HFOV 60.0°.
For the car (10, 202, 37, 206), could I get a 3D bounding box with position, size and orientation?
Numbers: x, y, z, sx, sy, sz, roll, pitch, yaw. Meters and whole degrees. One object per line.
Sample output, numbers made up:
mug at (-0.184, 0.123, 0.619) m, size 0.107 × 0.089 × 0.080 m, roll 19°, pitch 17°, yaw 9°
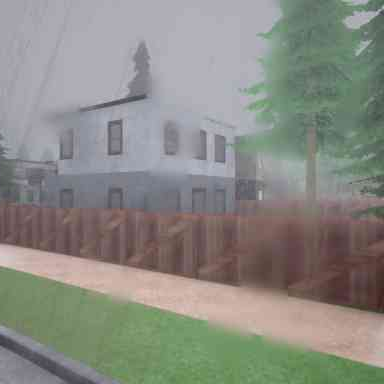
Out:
car at (-15.332, 1.582, 29.320) m, size 1.895 × 1.301 × 4.718 m, roll 0°, pitch 0°, yaw 28°
